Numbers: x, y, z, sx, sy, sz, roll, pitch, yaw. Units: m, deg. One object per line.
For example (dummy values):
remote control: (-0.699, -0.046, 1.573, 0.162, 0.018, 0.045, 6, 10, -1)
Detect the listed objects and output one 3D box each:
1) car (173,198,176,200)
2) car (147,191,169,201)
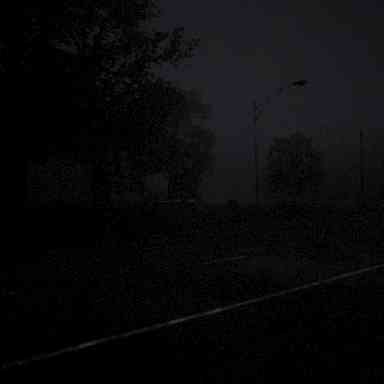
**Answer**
car: (-3.347, 0.867, 65.967, 2.128, 1.511, 4.902, -3, 1, -38)
car: (-6.676, 0.738, 64.527, 2.150, 2.045, 5.566, -3, 1, -39)
